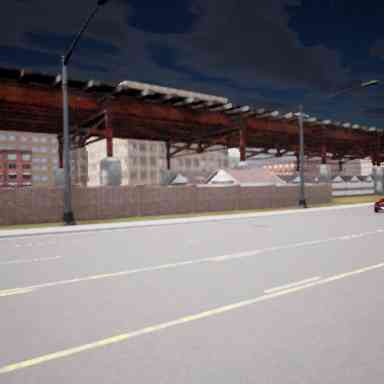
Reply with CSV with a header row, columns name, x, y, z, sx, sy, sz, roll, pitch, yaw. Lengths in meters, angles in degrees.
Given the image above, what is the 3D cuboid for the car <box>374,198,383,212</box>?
name,x,y,z,sx,sy,sz,roll,pitch,yaw
car,18.181,1.029,29.716,5.008,1.535,1.882,-2,1,-35
